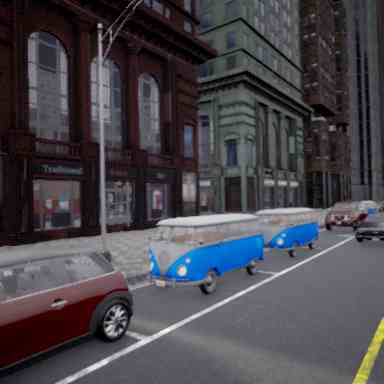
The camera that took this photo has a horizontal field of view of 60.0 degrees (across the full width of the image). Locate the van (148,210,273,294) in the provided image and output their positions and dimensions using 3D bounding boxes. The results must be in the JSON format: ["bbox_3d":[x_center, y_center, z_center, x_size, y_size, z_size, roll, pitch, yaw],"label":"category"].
[{"bbox_3d":[0.537,1.544,9.189,1.690,1.788,3.998,-2,-2,37],"label":"van"}]

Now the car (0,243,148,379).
[{"bbox_3d":[-2.834,1.618,4.671,1.967,1.590,4.097,-2,-2,37],"label":"car"}]

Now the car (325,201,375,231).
[{"bbox_3d":[10.656,1.596,22.735,2.192,1.841,5.009,-2,-2,37],"label":"car"}]

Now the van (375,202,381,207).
[{"bbox_3d":[14.030,1.649,27.250,1.690,1.788,3.998,-2,-2,37],"label":"van"}]

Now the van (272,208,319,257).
[{"bbox_3d":[3.910,1.570,13.704,1.690,1.788,3.998,-2,-2,37],"label":"van"}]

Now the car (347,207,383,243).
[{"bbox_3d":[9.700,1.717,16.826,2.033,1.411,5.357,-2,-2,37],"label":"car"}]

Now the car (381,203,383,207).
[{"bbox_3d":[24.156,1.938,40.792,1.887,1.381,4.507,-2,-2,37],"label":"car"}]
